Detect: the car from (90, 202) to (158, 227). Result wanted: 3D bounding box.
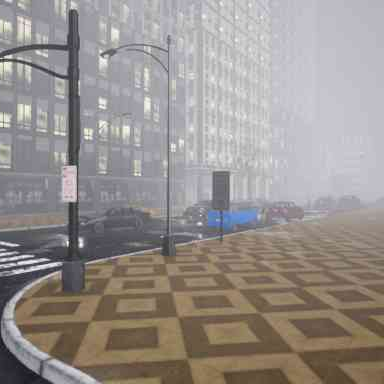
[{"bbox_3d":[-4.790,1.540,23.975,1.752,1.417,4.829,0,0,38],"label":"car"}]

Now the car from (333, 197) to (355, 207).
[{"bbox_3d":[23.991,1.552,52.291,2.128,1.511,4.902,0,0,37],"label":"car"}]

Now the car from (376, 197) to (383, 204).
[{"bbox_3d":[38.092,1.658,66.582,1.947,1.339,4.313,0,0,38],"label":"car"}]

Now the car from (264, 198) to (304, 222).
[{"bbox_3d":[7.561,1.472,26.894,1.967,1.590,4.097,0,0,38],"label":"car"}]

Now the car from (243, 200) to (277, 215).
[{"bbox_3d":[7.303,1.594,35.417,1.994,1.385,4.181,0,0,38],"label":"car"}]

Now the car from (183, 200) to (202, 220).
[{"bbox_3d":[1.253,1.375,27.567,2.097,1.767,4.553,0,0,38],"label":"car"}]

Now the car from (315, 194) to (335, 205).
[{"bbox_3d":[25.063,1.381,62.569,2.192,1.841,5.009,0,0,38],"label":"car"}]

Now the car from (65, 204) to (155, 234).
[{"bbox_3d":[-4.723,1.564,19.806,2.033,1.411,5.357,0,0,38],"label":"car"}]

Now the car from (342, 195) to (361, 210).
[{"bbox_3d":[21.131,1.368,44.534,2.192,1.841,5.009,0,0,38],"label":"car"}]

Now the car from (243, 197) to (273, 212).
[{"bbox_3d":[8.101,1.471,40.520,1.967,1.590,4.097,0,0,38],"label":"car"}]

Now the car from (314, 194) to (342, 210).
[{"bbox_3d":[17.940,1.400,44.430,2.097,1.767,4.553,0,0,38],"label":"car"}]

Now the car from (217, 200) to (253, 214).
[{"bbox_3d":[4.708,1.571,36.110,1.887,1.381,4.507,0,0,38],"label":"car"}]

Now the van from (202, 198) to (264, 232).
[{"bbox_3d":[2.601,1.368,20.264,1.690,1.788,3.998,0,0,38],"label":"van"}]

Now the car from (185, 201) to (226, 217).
[{"bbox_3d":[1.316,1.604,31.700,1.802,1.307,4.206,0,0,38],"label":"car"}]

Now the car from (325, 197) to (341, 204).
[{"bbox_3d":[28.455,1.624,66.978,2.008,1.369,4.403,0,0,38],"label":"car"}]
